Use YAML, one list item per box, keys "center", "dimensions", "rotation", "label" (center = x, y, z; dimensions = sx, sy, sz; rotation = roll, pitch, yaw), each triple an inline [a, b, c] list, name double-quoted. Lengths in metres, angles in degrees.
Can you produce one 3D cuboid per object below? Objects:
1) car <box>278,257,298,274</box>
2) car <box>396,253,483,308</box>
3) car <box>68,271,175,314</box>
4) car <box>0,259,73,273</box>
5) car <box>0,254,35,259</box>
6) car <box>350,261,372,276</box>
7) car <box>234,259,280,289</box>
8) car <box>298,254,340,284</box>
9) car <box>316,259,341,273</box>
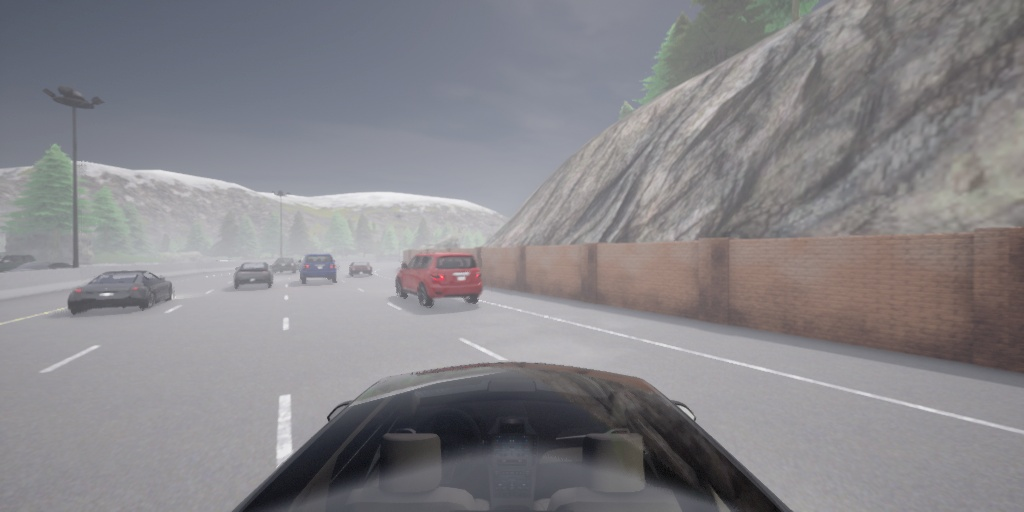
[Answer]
- center: [-23.279, 0.908, 37.361]
  dimensions: [2.097, 1.767, 4.553]
  rotation: [0, 0, -20]
  label: "car"
- center: [-3.240, 0.889, 15.197]
  dimensions: [2.150, 2.045, 5.566]
  rotation: [0, 1, -32]
  label: "car"
- center: [-14.745, 1.261, 13.790]
  dimensions: [1.994, 1.385, 4.181]
  rotation: [0, 0, -32]
  label: "car"
- center: [-33.935, 1.157, 25.867]
  dimensions: [1.837, 1.490, 4.892]
  rotation: [0, 0, -25]
  label: "car"
- center: [-38.062, 0.882, 26.382]
  dimensions: [2.150, 2.045, 5.566]
  rotation: [0, 0, -23]
  label: "car"
- center: [-14.273, 1.165, 33.781]
  dimensions: [1.895, 1.301, 4.718]
  rotation: [0, 0, -25]
  label: "car"
- center: [-15.935, 1.136, 22.312]
  dimensions: [2.128, 1.511, 4.902]
  rotation: [0, 1, -32]
  label: "car"
- center: [-14.034, 0.839, 25.941]
  dimensions: [2.150, 2.045, 5.566]
  rotation: [0, 1, -31]
  label: "car"
- center: [-20.682, 1.057, 40.494]
  dimensions: [1.812, 1.442, 4.674]
  rotation: [0, 1, -18]
  label: "car"
